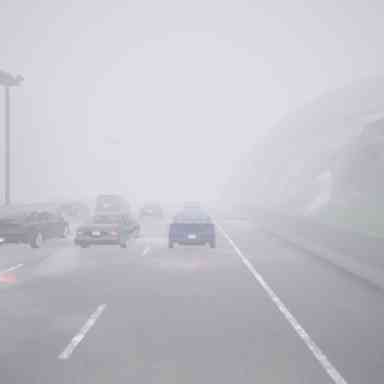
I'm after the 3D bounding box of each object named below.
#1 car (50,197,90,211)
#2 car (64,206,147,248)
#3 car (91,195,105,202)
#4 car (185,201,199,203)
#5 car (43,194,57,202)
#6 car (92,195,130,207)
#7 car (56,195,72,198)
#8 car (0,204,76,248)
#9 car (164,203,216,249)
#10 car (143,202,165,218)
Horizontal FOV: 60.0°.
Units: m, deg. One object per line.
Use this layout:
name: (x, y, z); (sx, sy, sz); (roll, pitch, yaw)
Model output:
car: (-10.500, 1.514, 29.650); (1.837, 1.490, 4.892); (0, 0, 0)
car: (-3.500, 1.560, 14.650); (2.033, 1.411, 5.357); (0, 0, 0)
car: (-21.000, 1.472, 74.673); (1.812, 1.442, 4.674); (0, 0, 0)
car: (0.000, 1.530, 29.650); (1.812, 1.442, 4.674); (0, 0, 0)
car: (-31.500, 1.303, 74.703); (2.097, 1.767, 4.553); (0, 0, 0)
car: (-7.000, 1.255, 29.680); (2.150, 2.045, 5.566); (0, 0, 0)
car: (-28.000, 1.543, 74.643); (1.895, 1.301, 4.718); (0, 0, 0)
car: (-7.000, 1.513, 14.650); (1.837, 1.490, 4.892); (0, 0, 0)
car: (0.000, 1.482, 14.650); (1.882, 1.535, 5.008); (0, 0, 0)
car: (-3.500, 1.570, 29.650); (1.994, 1.385, 4.181); (0, 0, 0)
